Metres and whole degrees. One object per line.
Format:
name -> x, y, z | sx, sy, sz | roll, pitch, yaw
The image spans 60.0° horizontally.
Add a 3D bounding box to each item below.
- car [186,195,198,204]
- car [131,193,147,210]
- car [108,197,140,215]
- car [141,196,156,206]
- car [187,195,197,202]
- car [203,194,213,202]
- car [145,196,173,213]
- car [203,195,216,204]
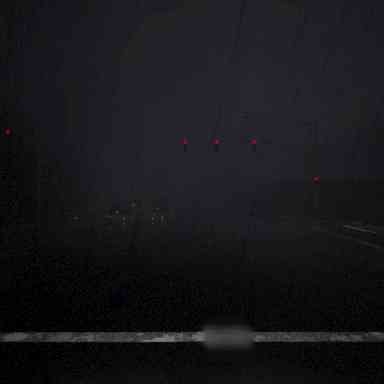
car -> -0.011, 1.505, 63.685 | 1.837, 1.490, 4.892 | 0, 0, 0
car -> -7.108, 1.221, 44.367 | 2.150, 2.045, 5.566 | 0, 0, 0
car -> -7.106, 1.547, 34.179 | 2.033, 1.411, 5.357 | 0, 0, 0
car -> -7.099, 1.505, 54.760 | 1.837, 1.490, 4.892 | 0, 0, 0
car -> -0.012, 1.413, 73.795 | 1.994, 1.385, 4.181 | 0, 0, 0
car -> 3.490, 1.355, 74.375 | 2.097, 1.767, 4.553 | 0, 0, 0
car -> -3.605, 1.492, 37.615 | 2.128, 1.511, 4.902 | 0, 0, 0
car -> 3.594, 1.547, 64.152 | 2.033, 1.411, 5.357 | 0, 0, 0
